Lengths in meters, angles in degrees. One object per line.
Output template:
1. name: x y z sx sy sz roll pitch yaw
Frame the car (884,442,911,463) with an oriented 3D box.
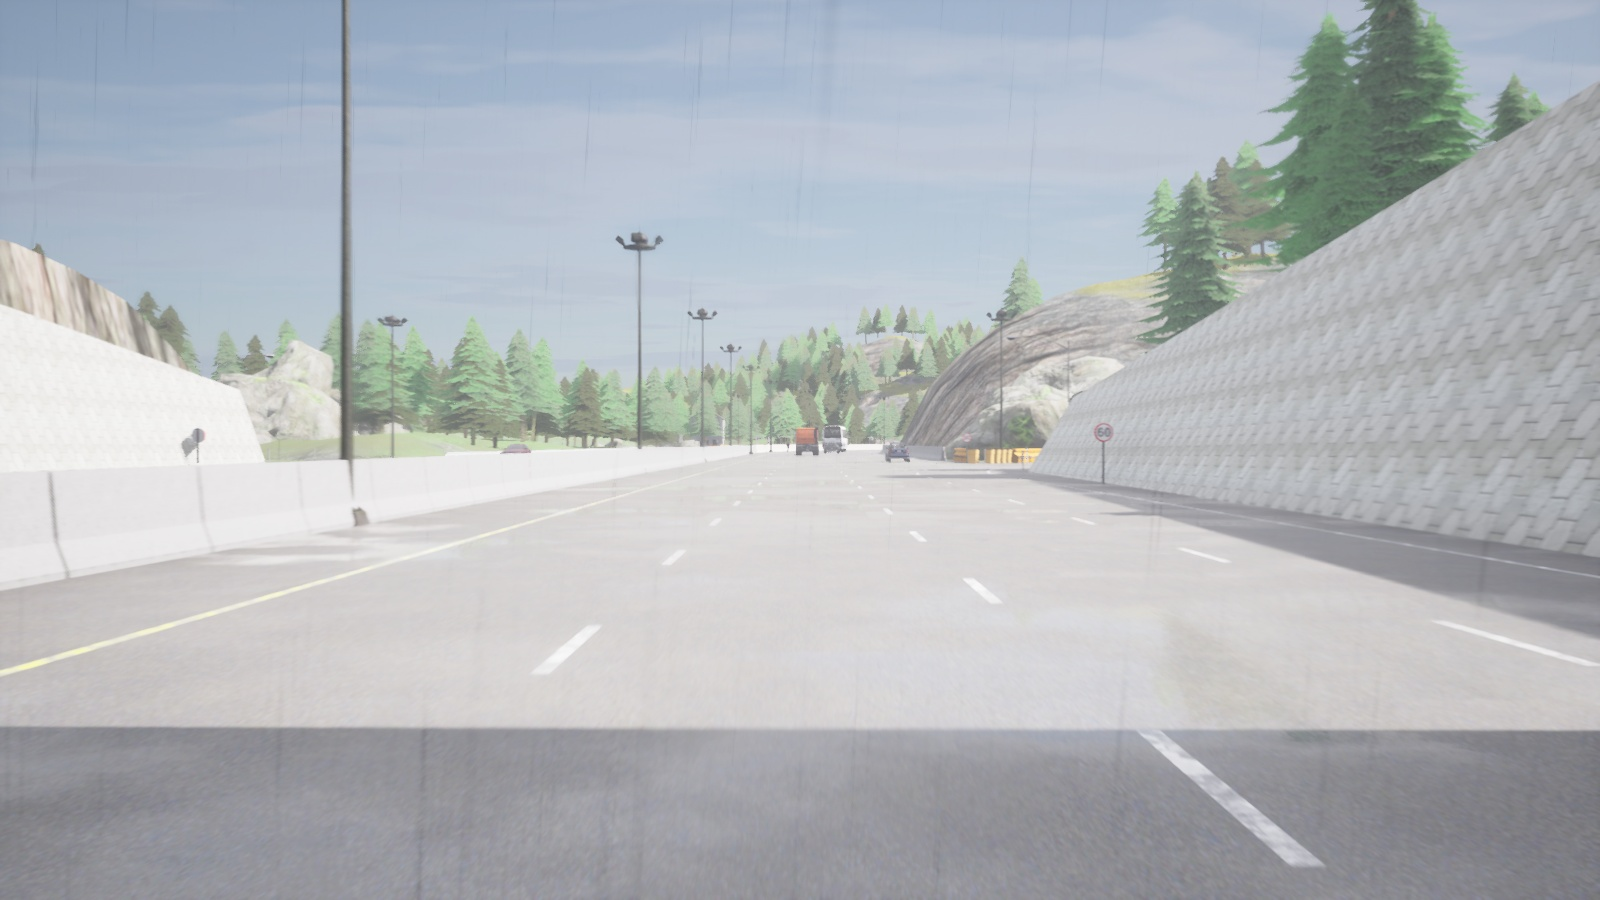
1. car: 7.567 0.190 97.612 1.789 1.549 3.705 0 1 0
